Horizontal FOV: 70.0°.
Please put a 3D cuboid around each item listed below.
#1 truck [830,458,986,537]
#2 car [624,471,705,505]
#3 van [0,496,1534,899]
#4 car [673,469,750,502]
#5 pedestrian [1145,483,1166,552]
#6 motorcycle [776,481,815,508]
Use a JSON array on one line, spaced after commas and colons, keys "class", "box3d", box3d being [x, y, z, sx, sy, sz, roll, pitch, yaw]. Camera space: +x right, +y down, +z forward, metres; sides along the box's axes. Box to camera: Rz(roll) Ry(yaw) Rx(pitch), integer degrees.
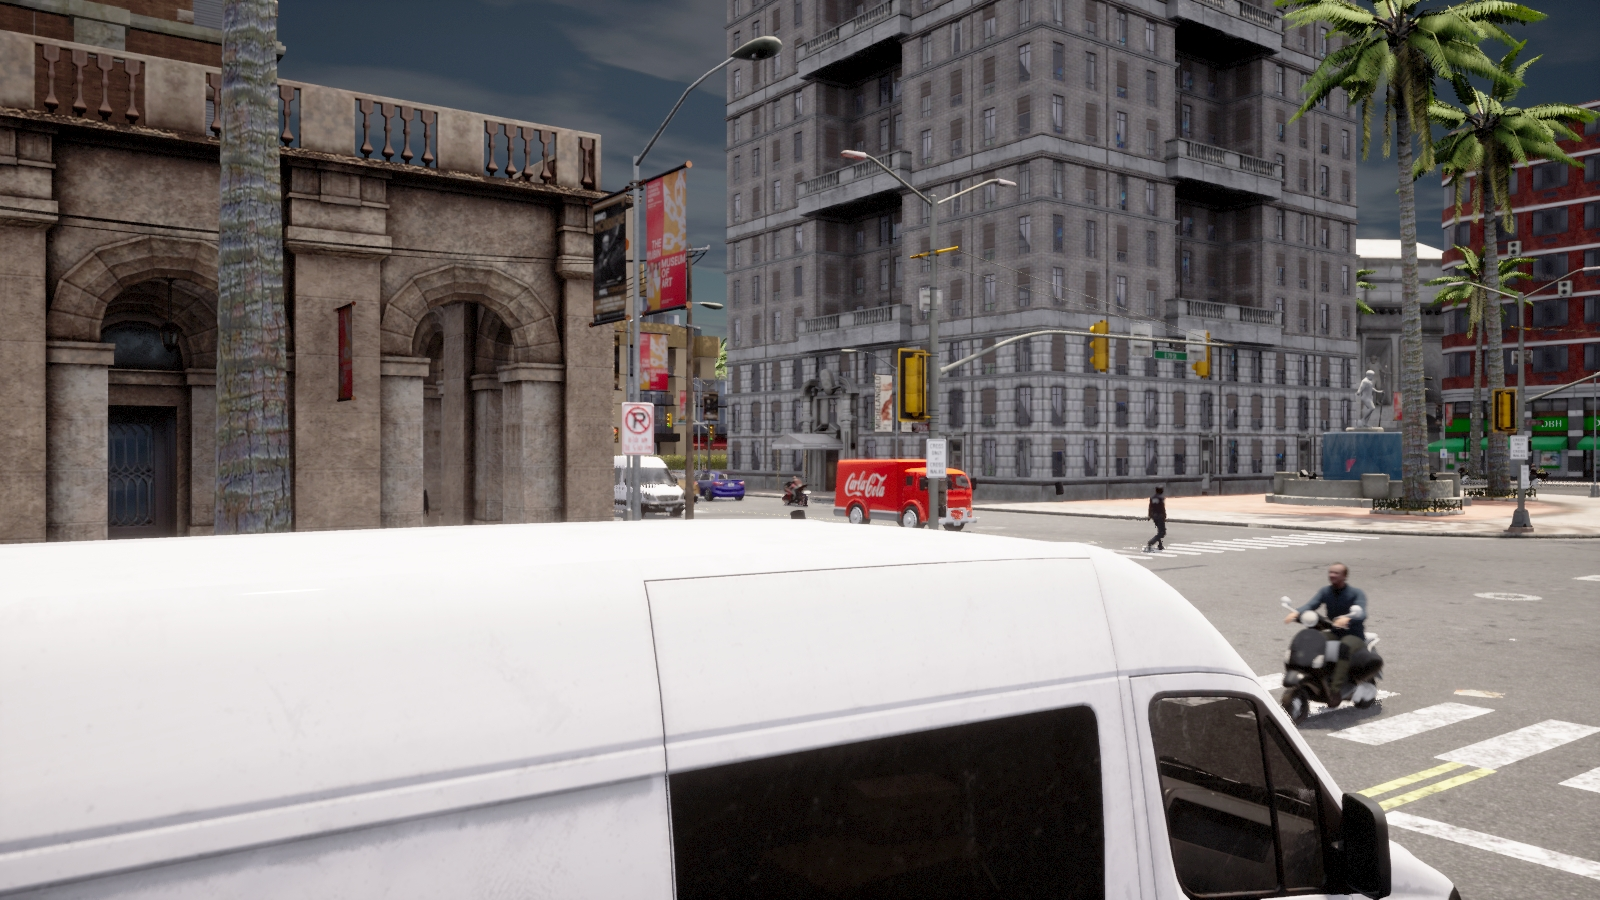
[{"class": "truck", "box3d": [3.647, 1.554, 39.545, 2.627, 2.467, 5.204, 0, 0, -35]}, {"class": "car", "box3d": [-7.297, 1.980, 61.103, 2.152, 1.651, 5.027, 0, 0, -36]}, {"class": "van", "box3d": [0.019, 1.533, 3.806, 5.915, 2.561, 1.988, 0, 0, -35]}, {"class": "car", "box3d": [-4.974, 1.955, 63.788, 2.242, 1.667, 4.611, 0, 0, -35]}, {"class": "pedestrian", "box3d": [9.744, 1.838, 31.310, 0.375, 1.860, 0.375, 0, 0, -31]}, {"class": "motorcycle", "box3d": [-0.230, 2.192, 56.695, 0.867, 1.251, 2.209, 0, 0, -32]}]
